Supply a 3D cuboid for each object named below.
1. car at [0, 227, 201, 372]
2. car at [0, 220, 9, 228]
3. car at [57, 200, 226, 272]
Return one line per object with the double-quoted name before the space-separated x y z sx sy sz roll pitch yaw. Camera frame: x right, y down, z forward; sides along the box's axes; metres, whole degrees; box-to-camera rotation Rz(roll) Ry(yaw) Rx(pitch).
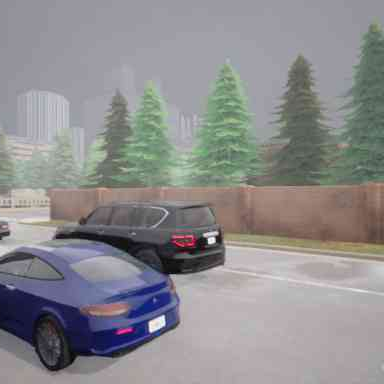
"car" -2.323 1.547 5.659 4.674 1.442 1.812 0 0 36
"car" -10.753 1.624 15.990 5.357 1.411 2.033 0 0 37
"car" -1.712 1.253 9.519 5.566 2.045 2.150 0 0 36
